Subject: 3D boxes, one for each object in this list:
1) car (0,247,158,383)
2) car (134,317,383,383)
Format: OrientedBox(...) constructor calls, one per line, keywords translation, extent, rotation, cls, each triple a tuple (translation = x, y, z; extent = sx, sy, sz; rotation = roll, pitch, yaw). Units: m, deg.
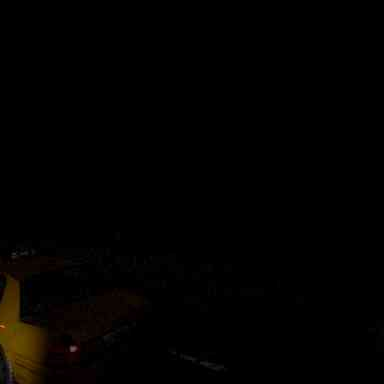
OrientedBox(translation=(-2.661, 1.523, 4.986), extent=(4.829, 1.417, 1.752), rotation=(0, 1, 35), cls="car")
OrientedBox(translation=(2.026, 1.551, 1.646), extent=(4.403, 1.369, 2.008), rotation=(0, 1, 35), cls="car")
